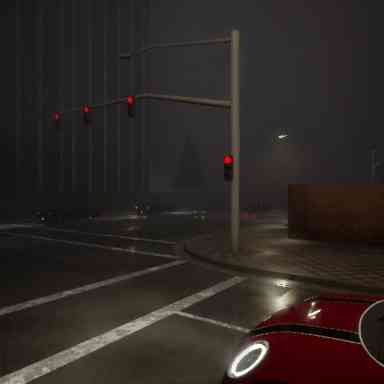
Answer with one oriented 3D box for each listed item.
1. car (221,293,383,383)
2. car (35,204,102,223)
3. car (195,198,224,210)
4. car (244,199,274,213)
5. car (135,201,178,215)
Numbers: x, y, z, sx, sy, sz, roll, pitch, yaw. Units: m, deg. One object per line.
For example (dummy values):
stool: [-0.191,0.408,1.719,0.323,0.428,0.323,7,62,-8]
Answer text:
car: [2.429,1.352,2.225,4.553,1.767,2.097,0,0,36]
car: [-9.341,1.601,25.468,1.895,1.301,4.718,0,0,35]
car: [2.283,1.491,41.835,2.128,1.511,4.902,0,0,36]
car: [7.504,1.491,36.798,2.128,1.511,4.902,0,0,35]
car: [-3.560,1.601,33.624,1.895,1.301,4.718,0,0,35]
